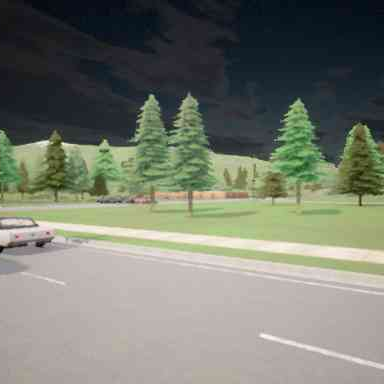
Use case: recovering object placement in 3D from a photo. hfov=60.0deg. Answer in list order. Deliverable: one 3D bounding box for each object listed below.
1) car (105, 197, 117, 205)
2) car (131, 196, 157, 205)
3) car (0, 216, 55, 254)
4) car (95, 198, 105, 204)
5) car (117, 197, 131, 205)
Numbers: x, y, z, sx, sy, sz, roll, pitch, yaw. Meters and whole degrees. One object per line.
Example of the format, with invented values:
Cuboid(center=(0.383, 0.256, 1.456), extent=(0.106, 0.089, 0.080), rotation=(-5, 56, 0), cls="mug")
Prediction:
Cuboid(center=(-14.560, 1.756, 67.127), extent=(1.837, 1.490, 4.892), rotation=(0, 0, 36), cls="car")
Cuboid(center=(-8.792, 1.572, 63.228), extent=(2.097, 1.767, 4.553), rotation=(0, 0, 36), cls="car")
Cuboid(center=(-7.878, 1.673, 13.864), extent=(4.718, 1.301, 1.895), rotation=(0, 0, 35), cls="car")
Cuboid(center=(-17.402, 1.814, 69.168), extent=(2.033, 1.411, 5.357), rotation=(0, 0, 36), cls="car")
Cuboid(center=(-11.699, 1.763, 65.149), extent=(1.812, 1.442, 4.674), rotation=(0, 0, 36), cls="car")
